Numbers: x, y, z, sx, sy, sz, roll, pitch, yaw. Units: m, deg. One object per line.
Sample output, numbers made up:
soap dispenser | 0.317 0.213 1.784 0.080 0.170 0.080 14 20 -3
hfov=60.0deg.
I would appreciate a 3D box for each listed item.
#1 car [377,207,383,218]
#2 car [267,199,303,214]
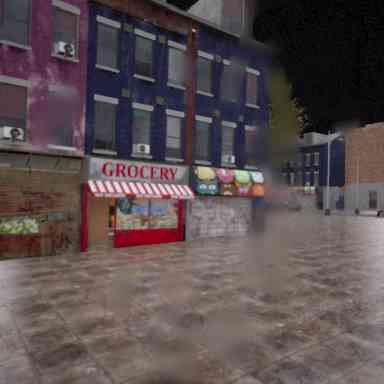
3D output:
car | 17.108 1.591 26.452 1.994 1.385 4.181 2 -2 -35
car | 9.850 1.603 36.790 1.882 1.535 5.008 2 -1 -35
